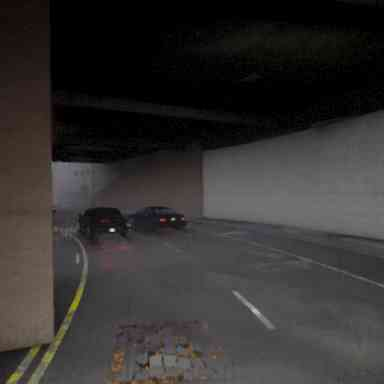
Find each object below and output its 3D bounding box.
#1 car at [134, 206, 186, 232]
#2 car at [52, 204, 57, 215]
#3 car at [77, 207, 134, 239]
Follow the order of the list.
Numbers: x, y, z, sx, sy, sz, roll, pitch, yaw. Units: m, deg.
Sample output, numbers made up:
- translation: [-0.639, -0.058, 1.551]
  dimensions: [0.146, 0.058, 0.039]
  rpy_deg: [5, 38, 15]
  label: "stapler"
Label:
- translation: [-2.301, 1.569, 20.589]
  dimensions: [2.033, 1.411, 5.357]
  rpy_deg: [-1, 0, -30]
  label: "car"
- translation: [-15.579, 1.702, 34.883]
  dimensions: [2.033, 1.411, 5.357]
  rpy_deg: [-1, 0, -34]
  label: "car"
- translation: [-4.889, 1.553, 17.810]
  dimensions: [1.837, 1.490, 4.892]
  rpy_deg: [0, 0, -28]
  label: "car"
